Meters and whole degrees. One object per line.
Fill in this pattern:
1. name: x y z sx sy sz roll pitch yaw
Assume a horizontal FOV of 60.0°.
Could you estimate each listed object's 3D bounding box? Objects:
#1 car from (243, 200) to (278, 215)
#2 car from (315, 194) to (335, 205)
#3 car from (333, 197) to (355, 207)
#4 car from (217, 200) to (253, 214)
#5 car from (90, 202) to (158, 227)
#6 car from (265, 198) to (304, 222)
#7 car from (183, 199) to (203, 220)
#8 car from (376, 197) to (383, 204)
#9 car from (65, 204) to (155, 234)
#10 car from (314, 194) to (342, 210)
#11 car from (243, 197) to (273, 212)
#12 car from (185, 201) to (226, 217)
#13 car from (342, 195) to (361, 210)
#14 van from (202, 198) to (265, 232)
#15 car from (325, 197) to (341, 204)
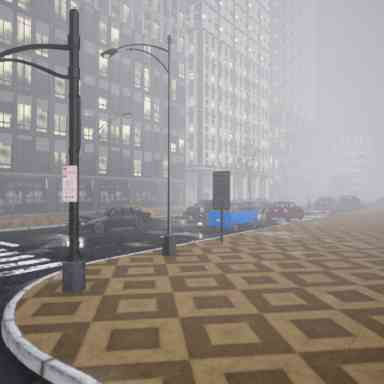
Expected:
1. car: 7.307 1.593 35.406 1.994 1.385 4.181 0 0 38
2. car: 25.054 1.380 62.566 2.192 1.841 5.009 0 0 38
3. car: 23.987 1.552 52.287 2.128 1.511 4.902 0 0 37
4. car: 4.712 1.569 36.097 1.887 1.381 4.507 0 0 38
5. car: -4.780 1.539 23.958 1.752 1.417 4.829 0 0 38
6. car: 7.570 1.472 26.883 1.967 1.590 4.097 0 0 38
7. car: 1.261 1.374 27.552 2.097 1.767 4.553 0 0 38
8. car: 38.082 1.658 66.585 1.947 1.339 4.313 0 0 38
9. car: -4.711 1.562 19.789 2.033 1.411 5.357 0 0 38
10. car: 17.940 1.399 44.424 2.097 1.767 4.553 0 0 38
11. car: 8.103 1.470 40.508 1.967 1.590 4.097 0 0 38
12. car: 1.322 1.602 31.685 1.802 1.307 4.206 0 0 38
13. car: 21.131 1.368 44.529 2.192 1.841 5.009 0 0 38
14. van: 2.613 1.367 20.250 1.690 1.788 3.998 0 0 38
15. car: 28.444 1.624 66.977 2.008 1.369 4.403 0 0 38
